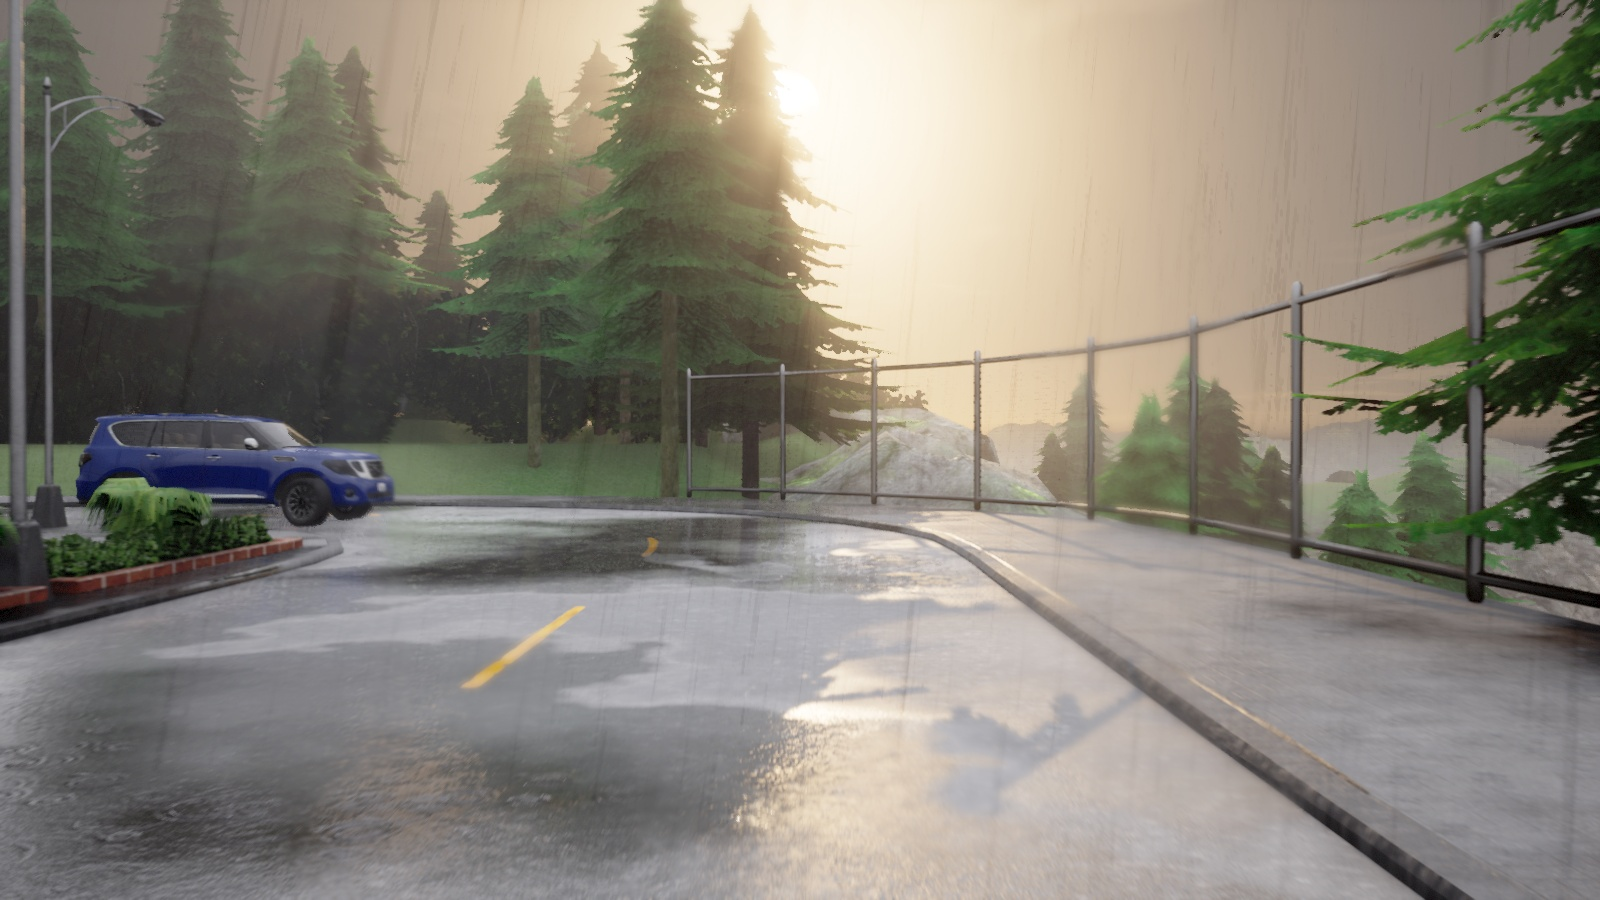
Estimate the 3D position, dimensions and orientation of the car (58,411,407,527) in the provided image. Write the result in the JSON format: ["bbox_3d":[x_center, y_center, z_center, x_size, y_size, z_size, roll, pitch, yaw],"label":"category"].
[{"bbox_3d":[-10.453,0.326,23.388,5.566,2.045,2.150,0,0,4],"label":"car"}]
